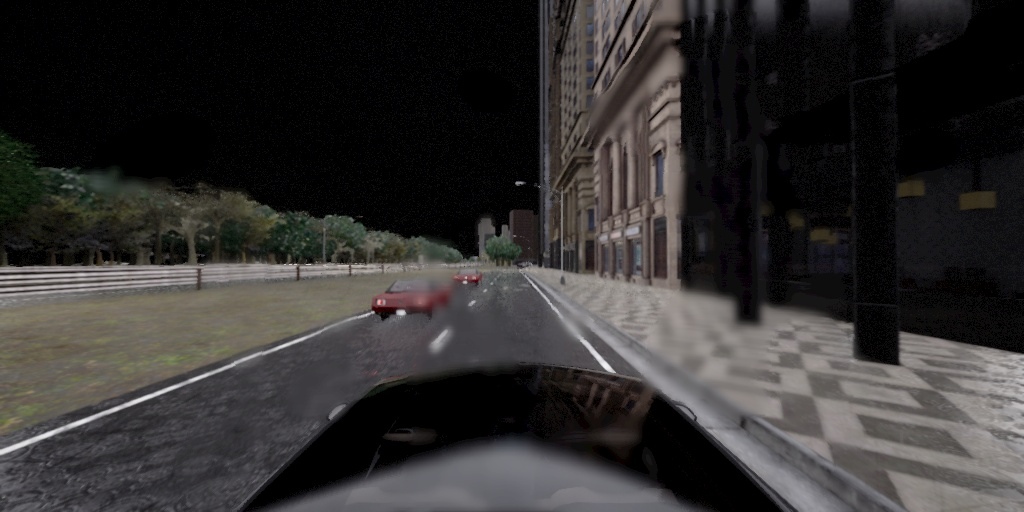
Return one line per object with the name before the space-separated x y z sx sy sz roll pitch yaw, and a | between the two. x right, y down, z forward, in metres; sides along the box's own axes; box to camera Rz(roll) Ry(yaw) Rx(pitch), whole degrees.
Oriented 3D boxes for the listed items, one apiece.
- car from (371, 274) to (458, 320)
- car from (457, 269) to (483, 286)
car | -3.397 1.480 13.255 1.895 1.301 4.718 0 -1 0
car | -3.393 1.680 28.676 1.895 1.301 4.718 0 -1 0
